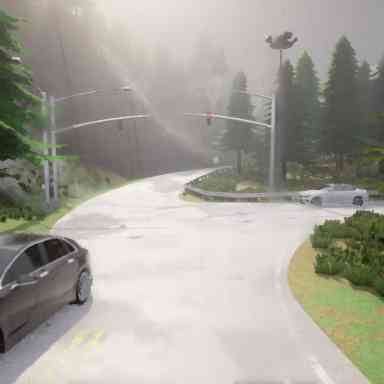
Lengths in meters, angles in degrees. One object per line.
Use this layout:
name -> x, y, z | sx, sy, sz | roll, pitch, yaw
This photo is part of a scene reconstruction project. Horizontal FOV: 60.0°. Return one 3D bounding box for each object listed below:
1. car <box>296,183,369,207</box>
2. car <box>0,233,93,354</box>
car -> 9.337, 0.162, 22.132 | 4.674, 1.442, 1.812 | -1, 5, -7
car -> -3.159, 1.504, 5.300 | 1.837, 1.490, 4.892 | -1, 0, 4
